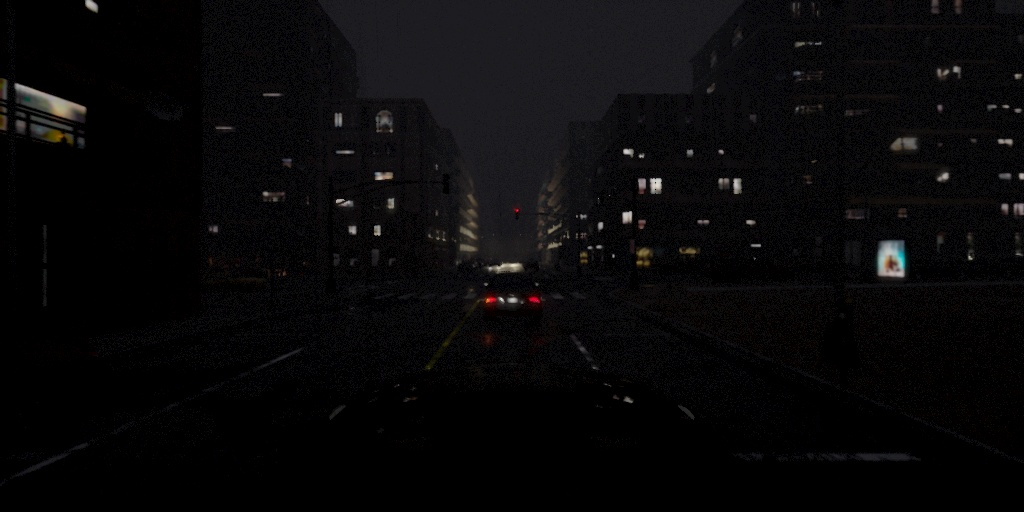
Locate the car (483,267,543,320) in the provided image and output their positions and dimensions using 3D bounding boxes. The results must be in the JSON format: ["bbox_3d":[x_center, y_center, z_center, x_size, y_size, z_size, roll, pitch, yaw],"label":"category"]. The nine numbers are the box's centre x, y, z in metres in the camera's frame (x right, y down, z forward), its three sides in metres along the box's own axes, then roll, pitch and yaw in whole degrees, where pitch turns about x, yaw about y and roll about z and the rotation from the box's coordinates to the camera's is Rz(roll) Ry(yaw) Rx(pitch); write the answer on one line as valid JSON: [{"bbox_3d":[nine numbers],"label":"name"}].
[{"bbox_3d":[-0.023,1.284,12.502,2.033,1.411,5.357,0,0,-1],"label":"car"}]

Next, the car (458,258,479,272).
[{"bbox_3d":[-5.636,1.272,44.644,1.948,1.339,4.313,0,0,0],"label":"car"}]

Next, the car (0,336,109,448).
[{"bbox_3d":[-5.740,1.331,2.621,1.802,1.307,4.207,0,0,0],"label":"car"}]

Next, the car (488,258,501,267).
[{"bbox_3d":[-2.968,1.219,62.189,1.812,1.442,4.674,0,0,1],"label":"car"}]

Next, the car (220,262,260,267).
[{"bbox_3d":[-23.563,1.430,30.637,5.009,1.841,2.192,0,0,0],"label":"car"}]

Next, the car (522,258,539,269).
[{"bbox_3d":[2.751,1.141,50.318,1.967,1.591,4.097,0,0,0],"label":"car"}]

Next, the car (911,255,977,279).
[{"bbox_3d":[25.829,0.792,22.657,4.313,1.339,1.948,0,0,0],"label":"car"}]

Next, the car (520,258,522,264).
[{"bbox_3d":[2.758,1.137,56.000,1.967,1.591,4.097,0,0,0],"label":"car"}]

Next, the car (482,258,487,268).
[{"bbox_3d":[-5.622,1.013,56.009,2.192,1.841,5.009,0,0,0],"label":"car"}]

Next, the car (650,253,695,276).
[{"bbox_3d":[14.612,0.723,30.954,5.009,1.841,2.192,0,0,0],"label":"car"}]

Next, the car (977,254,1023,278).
[{"bbox_3d":[31.377,0.687,22.699,4.313,1.339,1.948,0,0,0],"label":"car"}]

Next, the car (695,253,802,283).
[{"bbox_3d":[14.736,0.749,22.575,5.009,1.841,2.192,0,0,0],"label":"car"}]

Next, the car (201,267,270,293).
[{"bbox_3d":[-17.605,1.562,22.333,4.829,1.417,1.751,0,0,0],"label":"car"}]

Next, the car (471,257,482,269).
[{"bbox_3d":[-5.630,1.227,50.157,1.751,1.417,4.829,0,0,0],"label":"car"}]

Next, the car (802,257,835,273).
[{"bbox_3d":[25.703,0.782,31.037,4.207,1.307,1.802,0,0,0],"label":"car"}]
